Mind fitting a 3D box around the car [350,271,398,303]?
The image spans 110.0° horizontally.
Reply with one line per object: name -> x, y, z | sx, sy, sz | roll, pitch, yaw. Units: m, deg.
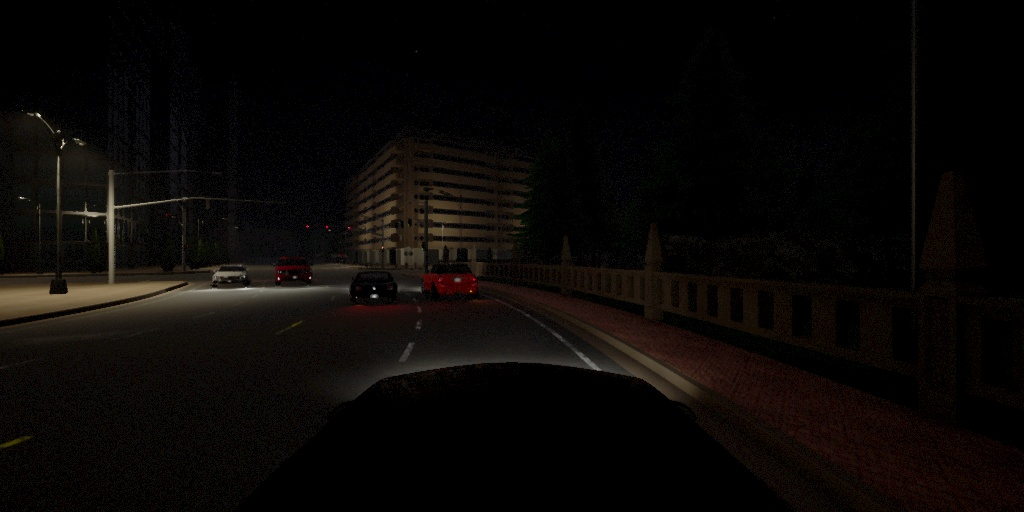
car -> -6.504, 1.364, 16.817 | 1.895, 1.301, 4.718 | 0, 0, -22

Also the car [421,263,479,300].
car -> -3.239, 1.114, 18.081 | 2.097, 1.767, 4.553 | 0, 0, -22

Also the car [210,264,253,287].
car -> -19.080, 1.308, 24.511 | 1.812, 1.442, 4.674 | 0, 0, -34

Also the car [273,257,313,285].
car -> -16.154, 1.074, 26.433 | 2.150, 2.045, 5.566 | 0, 0, -34
